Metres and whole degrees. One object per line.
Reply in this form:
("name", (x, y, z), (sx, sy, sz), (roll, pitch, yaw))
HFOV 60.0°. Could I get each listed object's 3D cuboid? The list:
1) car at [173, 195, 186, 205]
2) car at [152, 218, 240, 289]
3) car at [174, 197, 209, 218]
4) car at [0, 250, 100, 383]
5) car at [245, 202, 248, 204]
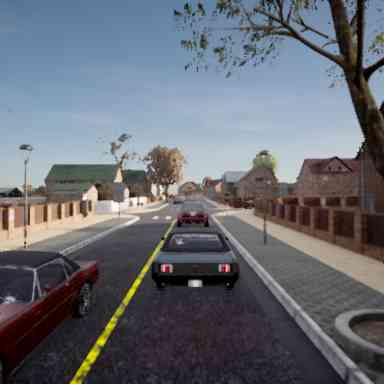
("car", (-2.818, 1.831, 67.747), (2.033, 1.411, 5.357), (0, 0, 0))
("car", (0.081, 1.649, 9.230), (1.895, 1.301, 4.718), (0, 0, 0))
("car", (0.062, 1.471, 23.515), (2.097, 1.767, 4.553), (0, 0, 0))
("car", (-2.853, 1.625, 4.724), (1.895, 1.301, 4.718), (0, 0, 0))
("car", (7.844, 1.347, 38.264), (4.181, 1.385, 1.994), (-1, -1, -7))
